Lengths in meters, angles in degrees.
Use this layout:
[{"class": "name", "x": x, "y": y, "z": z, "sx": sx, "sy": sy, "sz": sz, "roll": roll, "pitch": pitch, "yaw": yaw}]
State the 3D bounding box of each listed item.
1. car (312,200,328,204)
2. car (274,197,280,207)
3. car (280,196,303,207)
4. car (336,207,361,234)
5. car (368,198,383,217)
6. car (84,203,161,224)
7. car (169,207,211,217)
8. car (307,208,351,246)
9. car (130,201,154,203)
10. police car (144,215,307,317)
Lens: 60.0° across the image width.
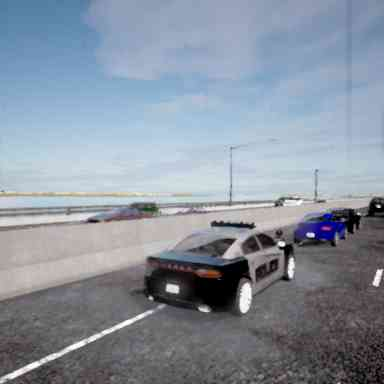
[{"class": "car", "x": 22.545, "y": 2.109, "z": 58.435, "sx": 1.882, "sy": 1.535, "sz": 5.008, "roll": 0, "pitch": -1, "yaw": 34}, {"class": "car", "x": 17.630, "y": 1.883, "z": 63.642, "sx": 2.150, "sy": 2.045, "sz": 5.566, "roll": 0, "pitch": -1, "yaw": 34}, {"class": "car", "x": 17.476, "y": 1.824, "z": 57.163, "sx": 2.150, "sy": 2.045, "sz": 5.566, "roll": 0, "pitch": -1, "yaw": 34}, {"class": "car", "x": 9.609, "y": 1.722, "z": 21.346, "sx": 1.882, "sy": 1.535, "sz": 5.008, "roll": 0, "pitch": -1, "yaw": 33}, {"class": "car", "x": 20.963, "y": 1.653, "z": 36.902, "sx": 2.150, "sy": 2.045, "sz": 5.566, "roll": 0, "pitch": 0, "yaw": 33}, {"class": "car", "x": -4.795, "y": 1.751, "z": 23.071, "sx": 2.033, "sy": 1.411, "sz": 5.357, "roll": 0, "pitch": -1, "yaw": 33}, {"class": "car", "x": -0.007, "y": 1.796, "z": 24.040, "sx": 1.994, "sy": 1.385, "sz": 4.181, "roll": 0, "pitch": -1, "yaw": 33}, {"class": "car", "x": 6.369, "y": 1.710, "z": 16.308, "sx": 1.812, "sy": 1.442, "sz": 4.674, "roll": 0, "pitch": -1, "yaw": 33}, {"class": "car", "x": -4.819, "y": 1.616, "z": 29.499, "sx": 2.097, "sy": 1.767, "sz": 4.553, "roll": 0, "pitch": -1, "yaw": 33}, {"class": "police car", "x": 1.050, "y": 1.508, "z": 7.989, "sx": 1.930, "sy": 1.638, "sz": 5.238, "roll": 0, "pitch": -1, "yaw": 32}]
